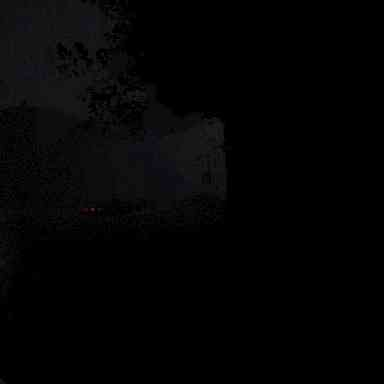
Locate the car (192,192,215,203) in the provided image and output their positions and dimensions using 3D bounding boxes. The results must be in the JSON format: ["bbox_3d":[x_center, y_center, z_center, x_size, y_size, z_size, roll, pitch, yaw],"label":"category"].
[{"bbox_3d":[1.604,0.694,43.428,1.994,1.385,4.181,-3,1,26],"label":"car"}]

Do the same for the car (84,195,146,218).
[{"bbox_3d":[-6.325,1.273,27.032,2.033,1.411,5.357,-3,1,25],"label":"car"}]

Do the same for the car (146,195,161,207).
[{"bbox_3d":[-5.387,1.080,37.448,2.128,1.511,4.902,-3,1,26],"label":"car"}]
